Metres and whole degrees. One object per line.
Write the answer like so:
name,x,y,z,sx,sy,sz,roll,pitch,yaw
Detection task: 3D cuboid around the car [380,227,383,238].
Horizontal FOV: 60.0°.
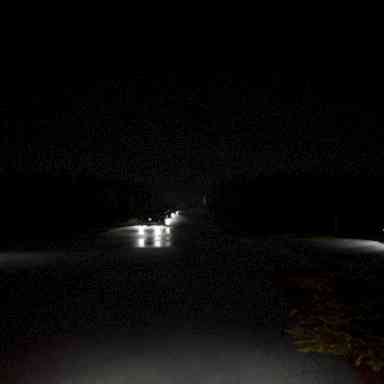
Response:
car,11.917,1.768,15.631,5.357,1.411,2.033,0,-1,0

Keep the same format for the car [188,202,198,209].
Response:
car,0.178,2.722,68.550,2.128,1.511,4.902,0,-1,0

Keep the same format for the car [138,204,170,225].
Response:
car,-3.159,1.905,26.938,1.994,1.385,4.181,0,-1,0

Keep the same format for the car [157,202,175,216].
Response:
car,-3.155,1.930,35.774,1.837,1.490,4.892,0,0,0

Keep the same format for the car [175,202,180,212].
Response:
car,-3.137,2.056,45.143,2.128,1.511,4.902,0,-2,0

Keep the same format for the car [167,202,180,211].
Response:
car,-3.099,2.393,55.292,1.837,1.490,4.892,0,-2,0
